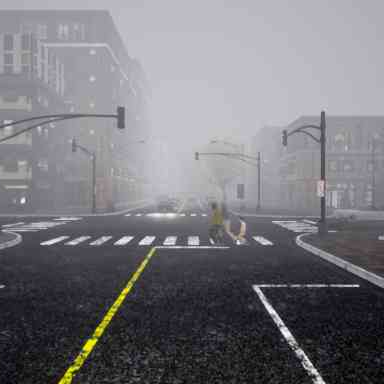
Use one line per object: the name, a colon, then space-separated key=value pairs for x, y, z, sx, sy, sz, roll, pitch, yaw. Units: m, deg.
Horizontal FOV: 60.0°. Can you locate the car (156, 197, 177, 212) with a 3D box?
car: x=-3.067 y=1.623 z=39.097 sx=1.895 sy=1.301 sz=4.718 roll=0 pitch=0 yaw=-1

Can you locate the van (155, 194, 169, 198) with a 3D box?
van: x=-5.686 y=1.399 z=60.584 sx=1.690 sy=1.788 sz=3.998 roll=0 pitch=0 yaw=0

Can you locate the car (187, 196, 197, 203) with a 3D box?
car: x=0.008 y=1.625 z=70.673 sx=1.994 sy=1.385 sz=4.181 roll=0 pitch=0 yaw=0

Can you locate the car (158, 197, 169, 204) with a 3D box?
car: x=-5.685 y=1.651 z=66.280 sx=1.802 sy=1.307 sz=4.206 roll=0 pitch=0 yaw=0

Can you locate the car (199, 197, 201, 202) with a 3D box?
car: x=2.695 y=1.488 z=54.884 sx=1.967 sy=1.590 sz=4.097 roll=0 pitch=0 yaw=0

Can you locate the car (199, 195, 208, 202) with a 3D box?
car: x=2.697 y=1.536 z=77.672 sx=1.967 sy=1.590 sz=4.097 roll=0 pitch=0 yaw=0

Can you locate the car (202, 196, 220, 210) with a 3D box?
car: x=2.694 y=1.580 z=43.490 sx=2.008 sy=1.369 sz=4.403 roll=0 pitch=0 yaw=0

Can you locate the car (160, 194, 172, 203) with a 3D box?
car: x=-5.685 y=1.397 z=71.977 sx=2.192 sy=1.841 sz=5.009 roll=0 pitch=0 yaw=0

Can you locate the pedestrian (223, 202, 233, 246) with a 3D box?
pedestrian: x=1.456 y=1.294 z=14.546 sx=0.375 sy=1.860 sz=0.375 roll=0 pitch=0 yaw=0

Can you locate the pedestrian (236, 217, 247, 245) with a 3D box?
pedestrian: x=2.153 y=1.574 z=13.947 sx=0.375 sy=1.300 sz=0.375 roll=0 pitch=0 yaw=0

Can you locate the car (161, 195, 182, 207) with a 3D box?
car: x=-3.087 y=1.588 z=50.633 sx=2.033 sy=1.411 sz=5.357 roll=0 pitch=0 yaw=0

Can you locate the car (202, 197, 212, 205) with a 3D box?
car: x=2.695 y=1.640 z=60.581 sx=1.802 sy=1.307 sz=4.206 roll=0 pitch=0 yaw=0

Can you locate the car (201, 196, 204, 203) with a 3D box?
car: x=2.695 y=1.478 z=49.188 sx=1.967 sy=1.590 sz=4.097 roll=0 pitch=0 yaw=0

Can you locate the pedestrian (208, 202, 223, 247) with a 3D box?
pedestrian: x=0.950 y=1.294 z=13.346 sx=0.375 sy=1.860 sz=0.375 roll=0 pitch=0 yaw=0

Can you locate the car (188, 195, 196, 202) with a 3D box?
car: x=0.009 y=1.556 z=80.680 sx=2.033 sy=1.411 sz=5.357 roll=0 pitch=0 yaw=0

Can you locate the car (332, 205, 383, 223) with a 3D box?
car: x=13.475 y=1.668 z=25.777 sx=4.718 sy=1.301 sz=1.895 roll=0 pitch=0 yaw=0

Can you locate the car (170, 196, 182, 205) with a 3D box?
car: x=-3.047 y=1.556 z=63.603 sx=2.128 sy=1.511 sz=4.902 roll=0 pitch=0 yaw=0

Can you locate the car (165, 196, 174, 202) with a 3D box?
car: x=-5.683 y=1.663 z=83.370 sx=2.008 sy=1.369 sz=4.403 roll=0 pitch=0 yaw=0

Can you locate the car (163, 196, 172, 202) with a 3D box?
car: x=-5.684 y=1.662 z=77.674 sx=1.947 sy=1.339 sz=4.313 roll=0 pitch=0 yaw=0

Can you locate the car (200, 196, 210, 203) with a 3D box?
car: x=2.697 y=1.633 z=71.975 sx=2.008 sy=1.369 sz=4.403 roll=0 pitch=0 yaw=0
